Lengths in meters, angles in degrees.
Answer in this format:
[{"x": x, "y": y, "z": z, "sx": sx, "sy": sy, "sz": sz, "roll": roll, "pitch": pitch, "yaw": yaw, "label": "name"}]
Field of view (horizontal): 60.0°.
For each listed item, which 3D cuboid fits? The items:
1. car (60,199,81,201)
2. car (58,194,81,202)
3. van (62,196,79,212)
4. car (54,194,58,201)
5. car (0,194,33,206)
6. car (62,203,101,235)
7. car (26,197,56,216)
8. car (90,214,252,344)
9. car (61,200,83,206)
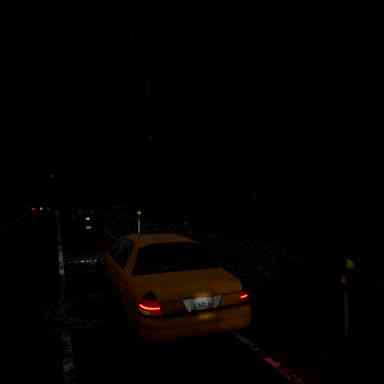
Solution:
[{"x": -10.216, "y": 1.567, "z": 28.982, "sx": 1.947, "sy": 1.339, "sz": 4.313, "roll": 0, "pitch": 0, "yaw": -22, "label": "car"}, {"x": -12.305, "y": 1.316, "z": 34.096, "sx": 2.192, "sy": 1.841, "sz": 5.009, "roll": 0, "pitch": 0, "yaw": -22, "label": "car"}, {"x": -14.395, "y": 1.342, "z": 39.209, "sx": 1.690, "sy": 1.788, "sz": 3.998, "roll": 0, "pitch": 0, "yaw": -22, "label": "van"}, {"x": -31.263, "y": 1.469, "z": 79.729, "sx": 1.967, "sy": 1.590, "sz": 4.097, "roll": 0, "pitch": 0, "yaw": -23, "label": "car"}, {"x": -29.539, "y": 1.494, "z": 55.266, "sx": 4.902, "sy": 1.511, "sz": 2.128, "roll": 0, "pitch": 0, "yaw": 21, "label": "car"}, {"x": -6.037, "y": 1.551, "z": 18.756, "sx": 2.008, "sy": 1.369, "sz": 4.403, "roll": 0, "pitch": 0, "yaw": -22, "label": "car"}, {"x": -14.670, "y": 1.548, "z": 32.579, "sx": 2.033, "sy": 1.411, "sz": 5.357, "roll": 0, "pitch": 0, "yaw": -22, "label": "car"}, {"x": -0.831, "y": 1.457, "z": 6.788, "sx": 1.801, "sy": 1.575, "sz": 5.366, "roll": 0, "pitch": 0, "yaw": -22, "label": "car"}, {"x": -8.126, "y": 1.551, "z": 23.869, "sx": 2.008, "sy": 1.369, "sz": 4.403, "roll": 0, "pitch": 0, "yaw": -22, "label": "car"}]
